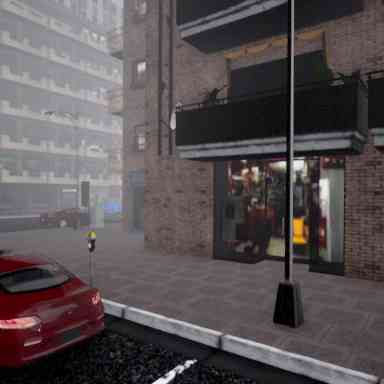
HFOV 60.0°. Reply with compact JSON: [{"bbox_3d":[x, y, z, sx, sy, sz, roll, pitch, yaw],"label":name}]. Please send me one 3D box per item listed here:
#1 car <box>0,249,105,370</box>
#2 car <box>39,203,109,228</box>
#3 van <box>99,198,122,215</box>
[{"bbox_3d":[-3.143,1.581,5.243,4.206,1.307,1.802,0,0,36],"label":"car"},{"bbox_3d":[-8.529,1.753,23.737,1.887,1.381,4.507,0,-1,36],"label":"car"},{"bbox_3d":[-8.710,1.603,37.856,1.690,1.788,3.998,0,-1,36],"label":"van"}]
